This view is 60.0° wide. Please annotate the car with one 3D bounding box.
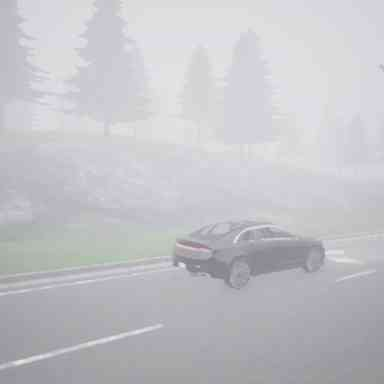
[{"bbox_3d":[1.739,1.548,9.298,4.902,1.511,2.128,0,0,-35],"label":"car"}]
